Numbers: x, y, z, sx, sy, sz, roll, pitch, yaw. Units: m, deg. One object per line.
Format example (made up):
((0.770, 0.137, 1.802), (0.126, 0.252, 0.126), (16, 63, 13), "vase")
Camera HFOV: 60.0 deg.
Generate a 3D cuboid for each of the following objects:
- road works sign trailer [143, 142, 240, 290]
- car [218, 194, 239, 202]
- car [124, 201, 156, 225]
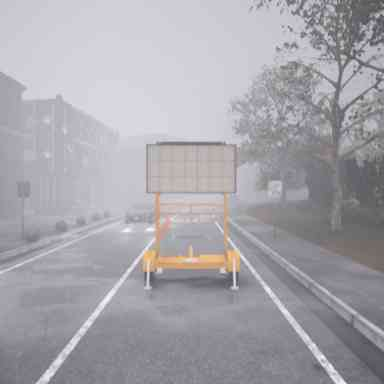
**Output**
((-0.020, 0.446, 9.032), (2.380, 3.560, 2.880), (0, 0, 0), "road works sign trailer")
((7.156, 1.196, 64.962), (4.892, 1.490, 1.837), (-2, 0, -44), "car")
((-3.522, 1.456, 23.843), (1.837, 1.490, 4.892), (0, 0, 2), "car")
